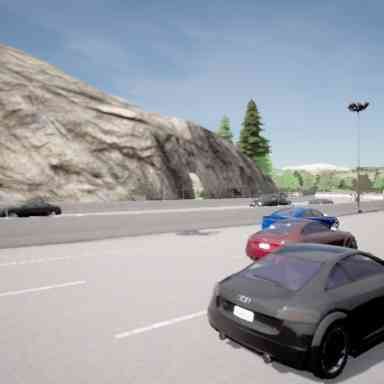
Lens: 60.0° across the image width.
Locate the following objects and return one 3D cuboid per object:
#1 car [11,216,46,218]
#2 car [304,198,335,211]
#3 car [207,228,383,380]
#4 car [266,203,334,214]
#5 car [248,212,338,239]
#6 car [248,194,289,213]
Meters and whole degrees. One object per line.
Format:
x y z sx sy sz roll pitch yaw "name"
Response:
-13.874 1.540 28.689 5.008 1.535 1.882 0 0 -38 "car"
16.108 1.527 41.721 1.882 1.535 5.008 0 0 43 "car"
2.286 1.571 5.580 4.181 1.385 1.994 0 0 -37 "car"
5.695 1.500 17.218 5.008 1.535 1.882 0 0 -39 "car"
3.740 1.578 11.134 4.181 1.385 1.994 0 0 -38 "car"
9.184 1.273 39.583 2.150 2.045 5.566 0 0 45 "car"
